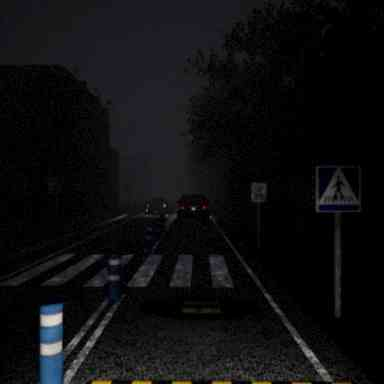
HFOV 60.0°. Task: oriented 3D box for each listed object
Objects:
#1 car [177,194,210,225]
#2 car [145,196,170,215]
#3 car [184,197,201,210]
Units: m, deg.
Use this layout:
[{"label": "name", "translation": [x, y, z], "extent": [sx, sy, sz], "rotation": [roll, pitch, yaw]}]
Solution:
[{"label": "car", "translation": [0.087, 1.160, 23.743], "extent": [2.150, 2.045, 5.566], "rotation": [0, 0, 0]}, {"label": "car", "translation": [-3.387, 1.248, 32.988], "extent": [2.097, 1.767, 4.553], "rotation": [0, 0, 0]}, {"label": "car", "translation": [0.015, 1.408, 42.847], "extent": [2.033, 1.411, 5.357], "rotation": [0, 0, 0]}]
